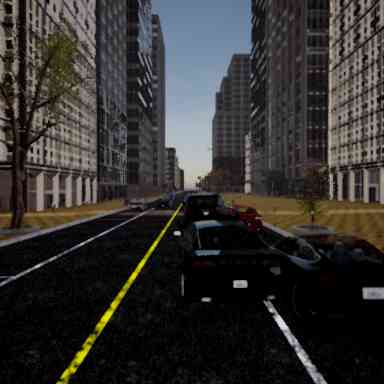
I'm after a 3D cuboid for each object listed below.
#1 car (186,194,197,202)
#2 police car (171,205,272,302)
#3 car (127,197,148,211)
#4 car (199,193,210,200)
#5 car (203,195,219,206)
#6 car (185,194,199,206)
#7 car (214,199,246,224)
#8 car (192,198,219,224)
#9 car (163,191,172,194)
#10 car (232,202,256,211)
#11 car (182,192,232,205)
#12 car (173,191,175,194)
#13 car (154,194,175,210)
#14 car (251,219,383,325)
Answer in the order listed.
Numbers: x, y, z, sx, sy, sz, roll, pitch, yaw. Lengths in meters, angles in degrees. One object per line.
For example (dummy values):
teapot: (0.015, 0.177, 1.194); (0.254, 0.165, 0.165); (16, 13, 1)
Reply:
car: (-0.062, 1.042, 62.275); (2.033, 1.411, 5.357); (0, 0, 0)
police car: (0.598, 1.358, 8.295); (1.930, 1.638, 5.238); (0, 0, -5)
car: (-5.734, 1.268, 35.164); (2.008, 1.369, 4.403); (-1, 0, 0)
car: (2.613, 0.989, 69.039); (2.008, 1.369, 4.403); (-1, 0, 0)
car: (2.635, 1.170, 46.469); (1.887, 1.381, 4.507); (-1, 0, 0)
car: (-0.002, 1.104, 46.312); (1.882, 1.535, 5.008); (0, 1, 1)
car: (2.658, 1.332, 24.068); (1.752, 1.417, 4.829); (-1, 0, 0)
car: (0.876, 1.260, 24.418); (1.801, 1.575, 5.366); (0, 0, 0)
car: (-5.768, 0.965, 68.841); (1.752, 1.417, 4.829); (-1, 0, 0)
car: (2.664, 1.399, 18.255); (1.887, 1.381, 4.507); (-1, 0, 0)
car: (0.647, 1.069, 18.247); (2.150, 2.045, 5.566); (-1, 0, 0)
car: (-5.788, 0.609, 85.933); (2.192, 1.841, 5.009); (-1, 0, 0)
car: (-3.109, 1.258, 37.937); (1.994, 1.385, 4.181); (0, 0, 0)
car: (2.676, 1.510, 6.971); (1.947, 1.339, 4.313); (-1, 0, 0)
